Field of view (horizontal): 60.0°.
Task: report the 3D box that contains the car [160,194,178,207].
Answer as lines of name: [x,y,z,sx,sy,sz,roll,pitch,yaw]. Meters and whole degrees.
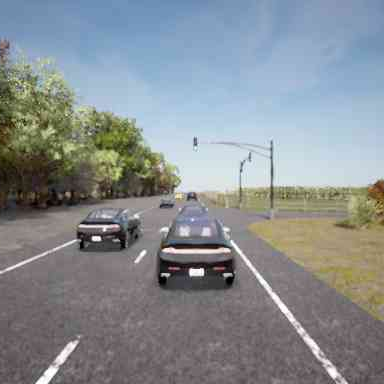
car: [-3.398,1.365,46.338,2.033,1.411,5.357,0,0,0]

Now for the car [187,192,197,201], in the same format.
car: [0.003,0.919,75.789,2.150,2.045,5.566,0,0,0]

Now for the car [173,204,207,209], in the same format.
car: [0.100,1.485,20.565,1.994,1.385,4.181,0,0,0]

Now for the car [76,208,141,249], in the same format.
car: [-3.401,1.436,14.270,2.128,1.511,4.902,0,0,0]

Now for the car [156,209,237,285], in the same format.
car: [0.100,1.456,9.395,2.128,1.511,4.902,0,0,0]

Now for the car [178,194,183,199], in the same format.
car: [-3.496,1.126,86.410,1.882,1.535,5.008,0,0,0]
